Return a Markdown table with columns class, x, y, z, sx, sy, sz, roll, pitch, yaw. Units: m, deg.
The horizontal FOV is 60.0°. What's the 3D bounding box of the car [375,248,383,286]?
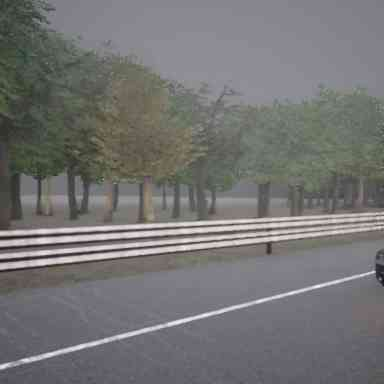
| class | x | y | z | sx | sy | sz | roll | pitch | yaw |
| --- | --- | --- | --- | --- | --- | --- | --- | --- | --- |
| car | 6.490 | 1.631 | 8.372 | 4.892 | 1.490 | 1.837 | 0 | 0 | -35 |
